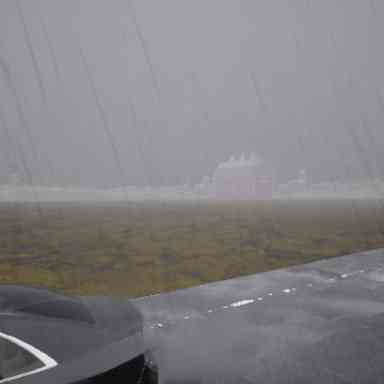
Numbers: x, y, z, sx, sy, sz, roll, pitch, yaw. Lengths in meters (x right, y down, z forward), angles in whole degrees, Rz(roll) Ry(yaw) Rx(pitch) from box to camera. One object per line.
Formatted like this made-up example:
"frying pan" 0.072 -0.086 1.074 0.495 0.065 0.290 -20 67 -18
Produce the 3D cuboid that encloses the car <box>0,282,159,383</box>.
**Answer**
"car" -2.561 1.504 2.043 4.892 1.490 1.837 0 0 -35
